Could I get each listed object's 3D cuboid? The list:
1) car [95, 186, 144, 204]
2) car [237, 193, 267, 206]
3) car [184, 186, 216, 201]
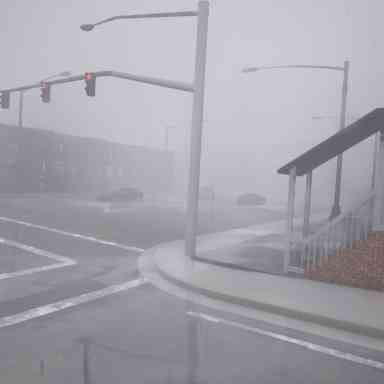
[{"bbox_3d":[-6.557,0.229,30.579,1.837,1.490,4.892,5,3,36],"label":"car"},{"bbox_3d":[6.689,0.776,36.712,1.994,1.385,4.181,5,3,36],"label":"car"},{"bbox_3d":[1.018,0.082,41.074,2.097,1.767,4.553,5,3,36],"label":"car"}]
